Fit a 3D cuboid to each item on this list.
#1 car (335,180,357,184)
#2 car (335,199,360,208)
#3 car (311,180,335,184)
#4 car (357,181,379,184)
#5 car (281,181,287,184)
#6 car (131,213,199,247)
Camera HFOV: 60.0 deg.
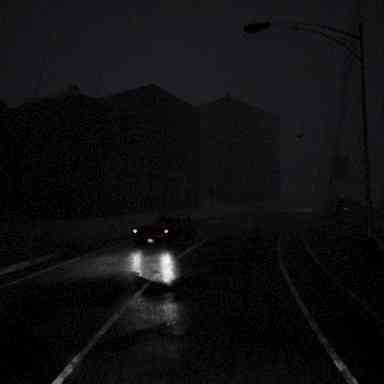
[{"bbox_3d":[37.766,-2.152,83.261,4.892,1.521,2.231,0,-5,-2],"label":"car"},{"bbox_3d":[23.522,1.758,50.365,4.181,1.385,1.994,0,-4,-35],"label":"car"},{"bbox_3d":[32.249,-2.150,83.100,4.892,1.521,2.231,0,-5,-2],"label":"car"},{"bbox_3d":[43.308,-2.087,83.522,4.674,1.452,2.002,0,-5,-3],"label":"car"},{"bbox_3d":[21.311,-2.247,82.805,4.553,1.767,2.185,0,-5,-2],"label":"car"},{"bbox_3d":[-1.139,1.707,16.092,1.895,1.301,4.718,-1,0,17],"label":"car"}]
